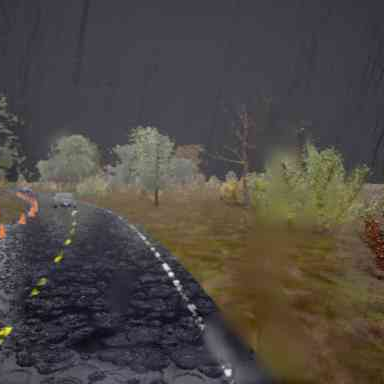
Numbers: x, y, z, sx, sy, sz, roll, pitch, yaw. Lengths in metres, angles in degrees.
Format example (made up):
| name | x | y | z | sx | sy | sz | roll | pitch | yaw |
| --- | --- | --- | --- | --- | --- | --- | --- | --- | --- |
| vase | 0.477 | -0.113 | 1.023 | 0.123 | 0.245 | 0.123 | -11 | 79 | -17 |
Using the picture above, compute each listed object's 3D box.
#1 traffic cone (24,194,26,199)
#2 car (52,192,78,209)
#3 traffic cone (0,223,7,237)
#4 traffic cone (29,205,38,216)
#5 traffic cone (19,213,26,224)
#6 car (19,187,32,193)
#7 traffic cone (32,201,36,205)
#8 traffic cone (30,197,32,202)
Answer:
| name | x | y | z | sx | sy | sz | roll | pitch | yaw |
| --- | --- | --- | --- | --- | --- | --- | --- | --- | --- |
| traffic cone | -22.115 | 0.783 | 44.910 | 0.340 | 0.580 | 0.340 | 1 | 1 | -31 |
| car | -11.840 | 0.759 | 30.801 | 1.837 | 1.490 | 4.892 | 1 | 1 | -25 |
| traffic cone | -7.866 | 1.566 | 13.772 | 0.340 | 0.580 | 0.340 | 1 | 1 | -17 |
| traffic cone | -11.059 | 1.352 | 23.018 | 0.340 | 0.580 | 0.340 | 1 | 1 | -21 |
| traffic cone | -9.371 | 1.460 | 18.427 | 0.340 | 0.580 | 0.340 | 1 | 1 | -19 |
| car | -38.040 | -0.497 | 75.932 | 1.882 | 1.535 | 5.008 | 1 | 1 | -37 |
| traffic cone | -12.927 | 1.241 | 27.540 | 0.340 | 0.580 | 0.340 | 1 | 1 | -24 |
| traffic cone | -17.191 | 1.016 | 36.343 | 0.340 | 0.580 | 0.340 | 1 | 1 | -28 |
